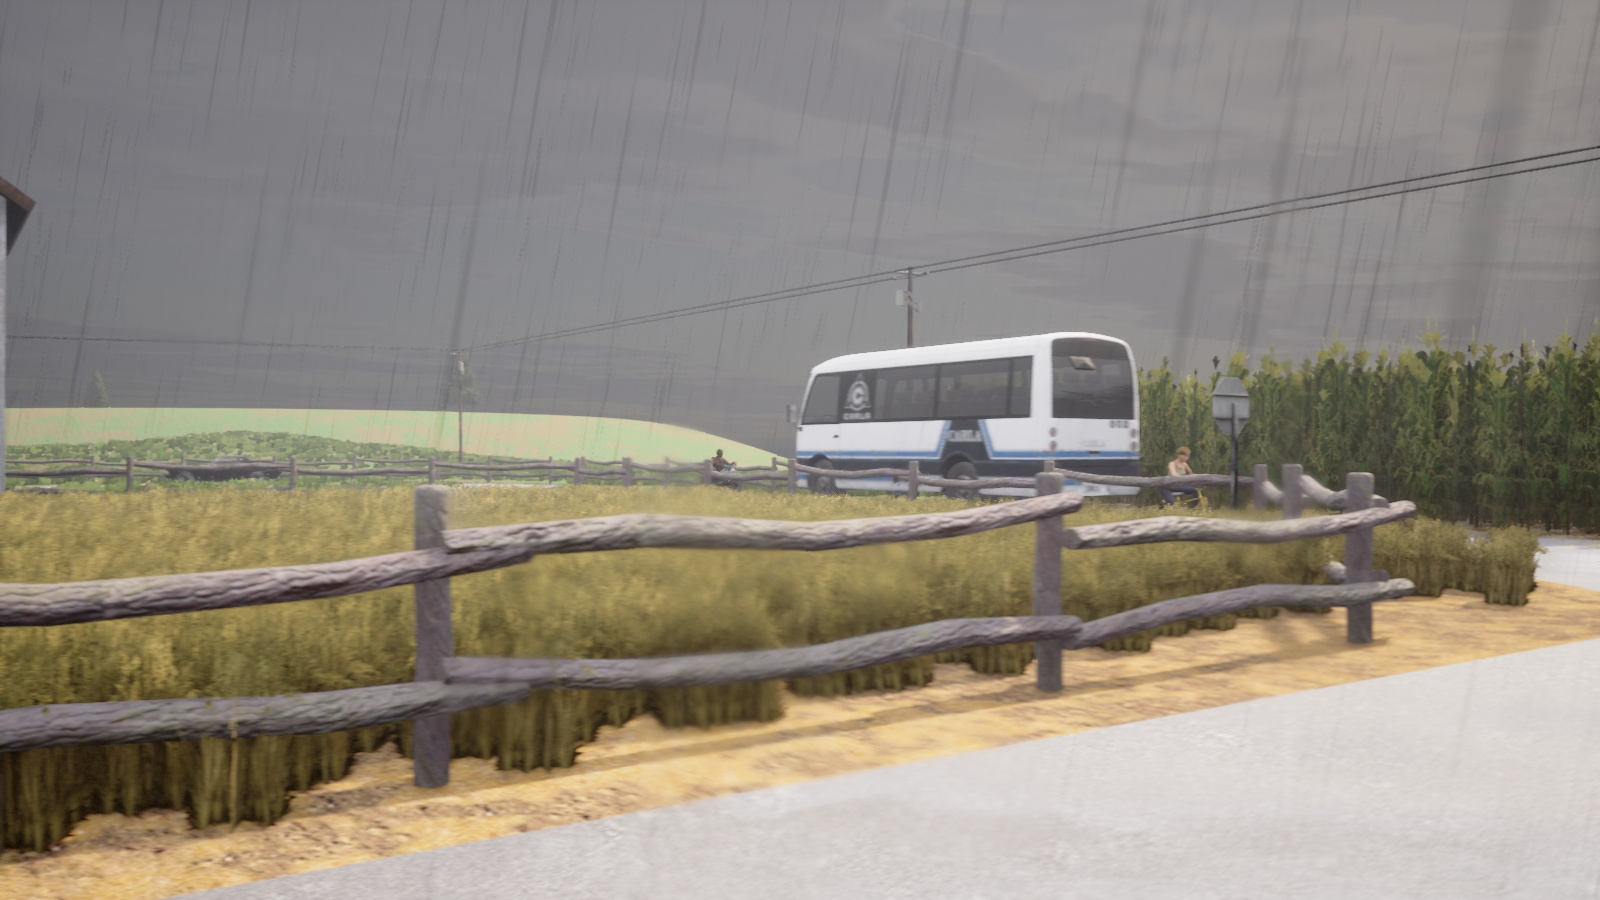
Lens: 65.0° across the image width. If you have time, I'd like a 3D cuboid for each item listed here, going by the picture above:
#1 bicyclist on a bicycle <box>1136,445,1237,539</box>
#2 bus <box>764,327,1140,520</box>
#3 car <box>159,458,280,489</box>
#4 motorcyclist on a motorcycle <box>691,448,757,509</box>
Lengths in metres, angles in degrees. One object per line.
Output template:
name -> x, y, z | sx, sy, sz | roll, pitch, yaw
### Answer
bicyclist on a bicycle -> 6.888, 0.715, 22.413 | 0.866, 1.612, 1.509 | 0, 0, -34
bus -> 3.518, -0.566, 32.928 | 3.944, 4.253, 10.273 | 0, 0, -35
car -> -25.868, 1.033, 56.012 | 4.718, 1.301, 1.895 | 0, 0, -31
motorcyclist on a motorcycle -> -2.166, 0.780, 35.480 | 0.766, 1.649, 2.350 | 0, 0, -35
